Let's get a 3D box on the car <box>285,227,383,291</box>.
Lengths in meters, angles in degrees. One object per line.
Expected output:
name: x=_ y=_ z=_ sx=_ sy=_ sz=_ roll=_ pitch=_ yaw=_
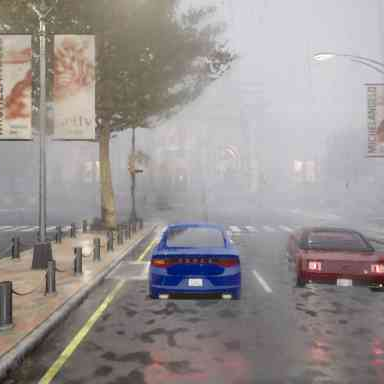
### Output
car: x=3.677 y=1.601 z=9.097 sx=1.895 sy=1.301 sz=4.718 roll=0 pitch=0 yaw=13

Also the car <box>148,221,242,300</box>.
car: x=0.071 y=1.478 z=8.470 sx=1.882 sy=1.535 sz=5.008 roll=0 pitch=0 yaw=0
